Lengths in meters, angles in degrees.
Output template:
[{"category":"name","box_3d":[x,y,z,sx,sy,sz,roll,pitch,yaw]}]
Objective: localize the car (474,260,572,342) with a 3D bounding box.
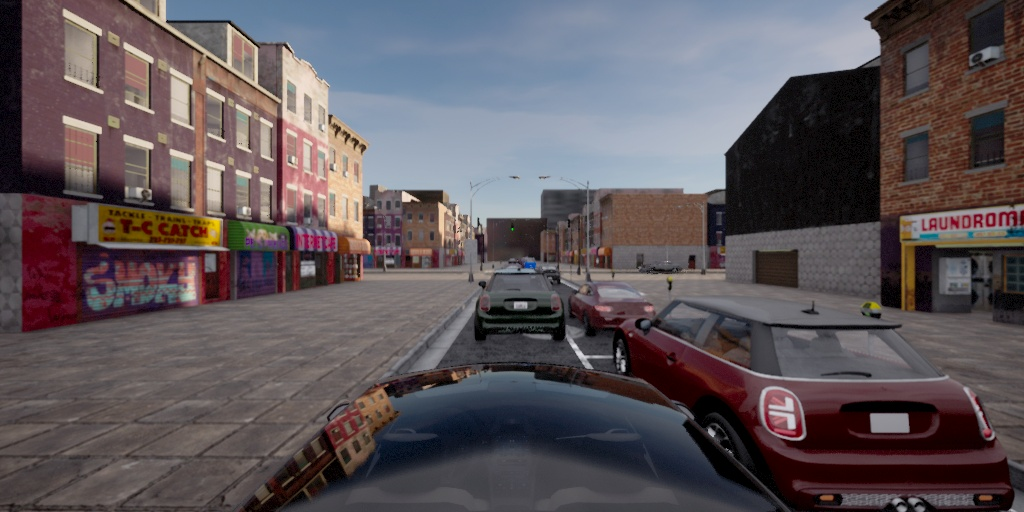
[{"category":"car","box_3d":[0.127,1.108,10.005,2.097,1.767,4.553,0,0,-2]}]

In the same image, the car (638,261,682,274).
[{"category":"car","box_3d":[17.428,1.321,42.174,4.902,1.511,2.128,0,0,0]}]

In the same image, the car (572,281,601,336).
[{"category":"car","box_3d":[2.650,1.338,10.123,1.802,1.307,4.207,0,0,0]}]

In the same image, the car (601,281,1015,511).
[{"category":"car","box_3d":[2.641,1.191,4.443,1.967,1.591,4.097,0,0,0]}]

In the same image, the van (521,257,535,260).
[{"category":"van","box_3d":[2.718,1.204,54.162,1.690,1.789,3.998,0,0,0]}]
